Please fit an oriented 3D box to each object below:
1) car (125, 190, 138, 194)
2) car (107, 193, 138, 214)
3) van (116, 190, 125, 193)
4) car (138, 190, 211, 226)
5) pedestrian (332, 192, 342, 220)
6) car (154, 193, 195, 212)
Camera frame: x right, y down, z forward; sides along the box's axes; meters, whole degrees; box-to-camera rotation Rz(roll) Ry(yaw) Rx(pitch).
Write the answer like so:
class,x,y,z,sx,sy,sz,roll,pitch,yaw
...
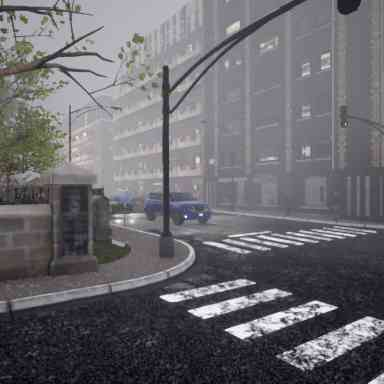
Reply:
class,x,y,z,sx,sy,sz,roll,pitch,yaw
car,-5.036,0.727,36.855,2.192,1.841,5.009,1,1,-36
car,-6.759,1.098,29.384,1.994,1.385,4.181,0,1,-36
van,-8.299,0.655,41.312,1.690,1.788,3.998,1,1,-36
car,-1.102,0.926,21.654,2.150,2.045,5.566,0,1,-36
pedestrian,9.495,0.901,21.964,0.375,1.860,0.375,1,-1,-36
car,-1.776,0.950,32.401,1.967,1.590,4.097,1,1,-36
